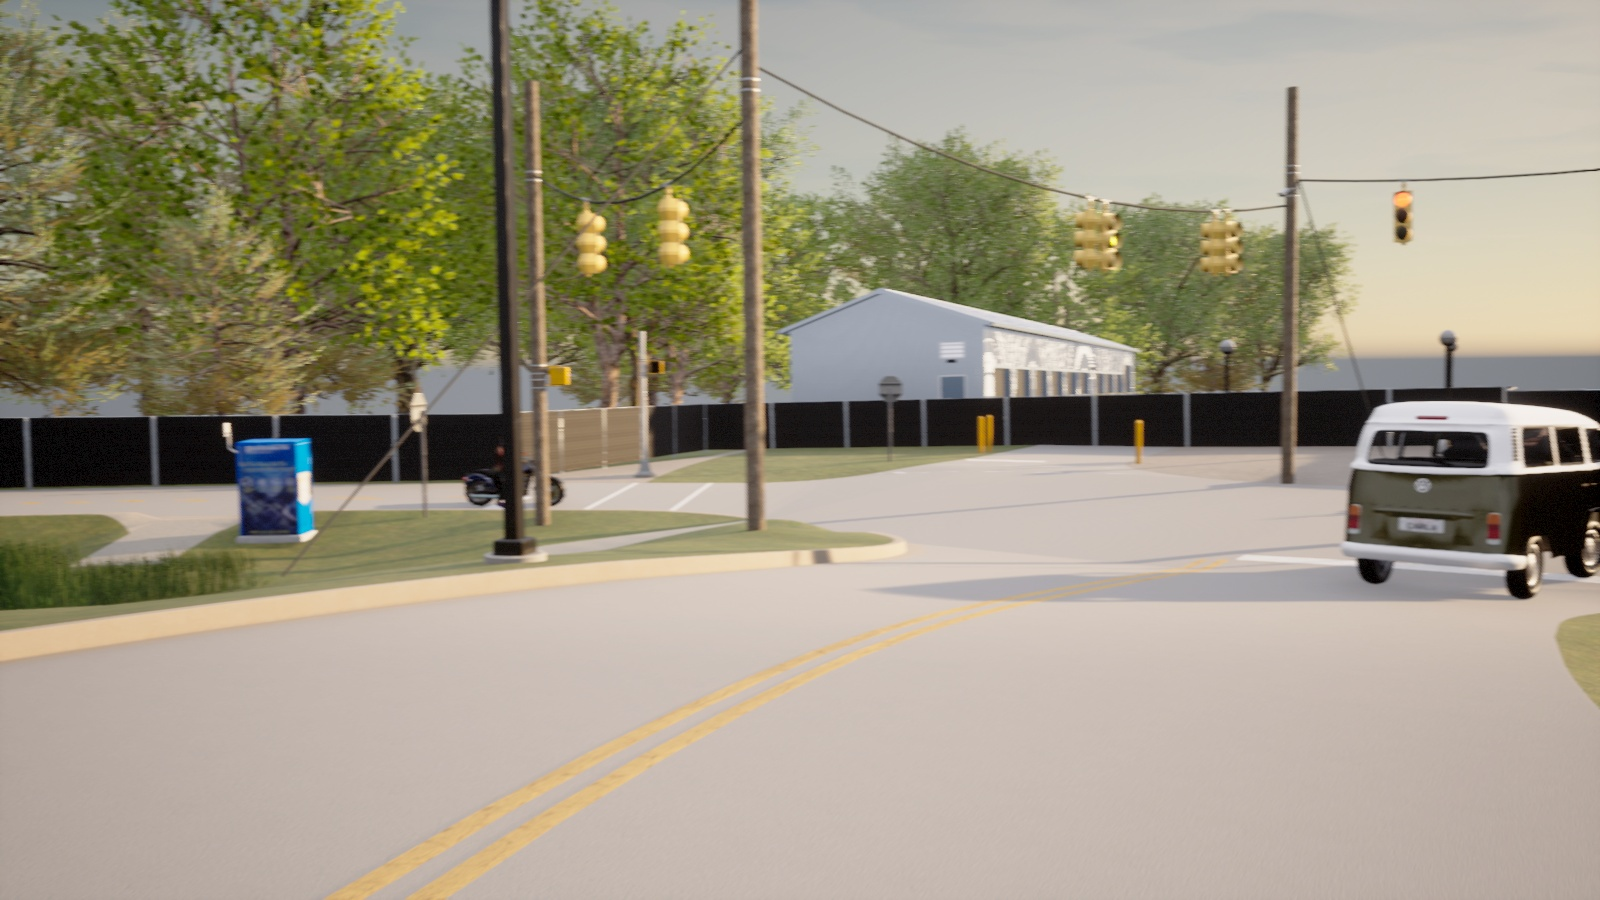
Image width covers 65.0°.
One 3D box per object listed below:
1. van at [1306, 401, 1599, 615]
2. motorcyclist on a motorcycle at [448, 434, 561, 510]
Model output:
[{"bbox_3d":[7.746,0.496,14.334,2.069,2.038,4.480,3,3,44],"label":"van"},{"bbox_3d":[-6.690,0.488,28.474,2.350,1.649,0.766,0,4,3],"label":"motorcyclist on a motorcycle"}]
